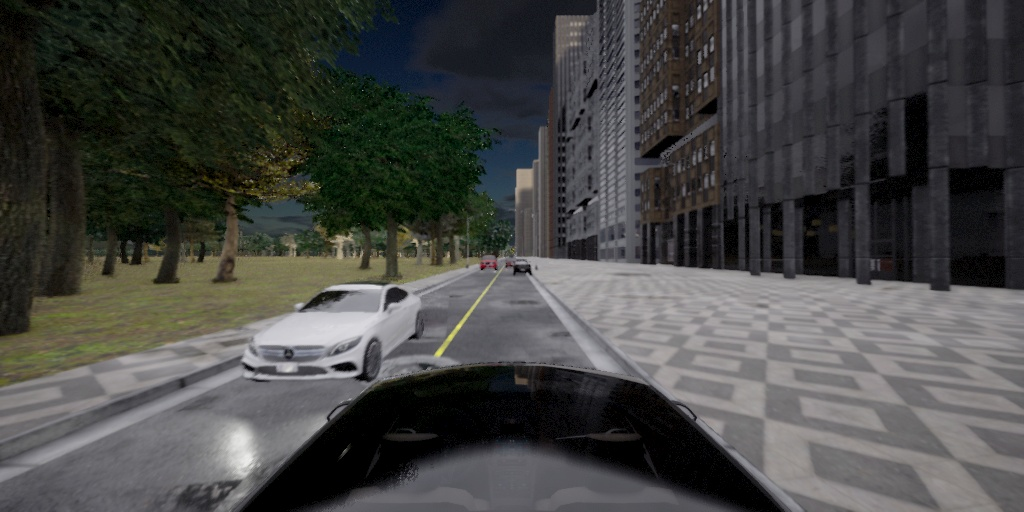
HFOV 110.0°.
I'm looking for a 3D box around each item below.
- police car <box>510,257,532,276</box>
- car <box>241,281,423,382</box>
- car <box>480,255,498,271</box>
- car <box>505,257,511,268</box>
[{"bbox_3d":[1.054,1.136,37.486,1.930,1.638,5.238,0,0,0],"label":"police car"},{"bbox_3d":[-3.099,1.273,7.273,1.812,1.442,4.674,0,0,0],"label":"car"},{"bbox_3d":[-3.075,0.908,48.396,2.150,2.045,5.566,0,0,0],"label":"car"},{"bbox_3d":[0.007,1.011,56.938,2.097,1.767,4.553,0,0,0],"label":"car"}]
